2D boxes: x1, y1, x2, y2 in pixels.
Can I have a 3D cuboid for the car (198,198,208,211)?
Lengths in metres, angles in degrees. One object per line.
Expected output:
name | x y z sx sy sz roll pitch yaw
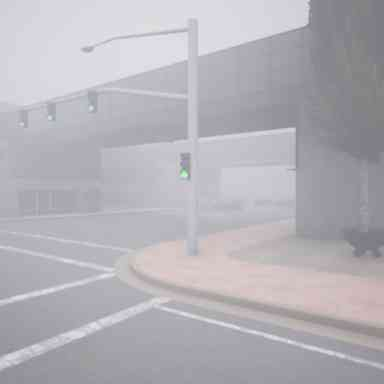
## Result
car | 1.431 1.448 39.994 1.882 1.535 5.008 0 0 36

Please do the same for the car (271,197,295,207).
car | 14.492 1.538 51.922 1.994 1.385 4.181 0 0 36

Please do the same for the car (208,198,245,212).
car | 4.267 1.452 37.944 1.882 1.535 5.008 0 0 36

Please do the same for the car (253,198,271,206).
car | 11.638 1.577 53.949 1.895 1.301 4.718 0 0 36
